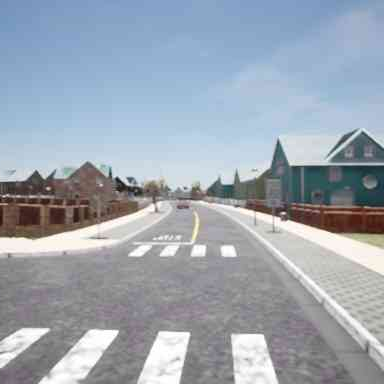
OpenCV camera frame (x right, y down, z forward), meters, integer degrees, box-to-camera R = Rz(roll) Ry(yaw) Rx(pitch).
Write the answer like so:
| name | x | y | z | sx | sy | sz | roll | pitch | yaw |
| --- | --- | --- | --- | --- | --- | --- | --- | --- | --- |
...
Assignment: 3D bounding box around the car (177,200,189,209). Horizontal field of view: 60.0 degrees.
| name | x | y | z | sx | sy | sz | roll | pitch | yaw |
| --- | --- | --- | --- | --- | --- | --- | --- | --- | --- |
| car | -1.513 | 2.076 | 55.220 | 1.994 | 1.385 | 4.181 | 0 | -1 | -3 |
